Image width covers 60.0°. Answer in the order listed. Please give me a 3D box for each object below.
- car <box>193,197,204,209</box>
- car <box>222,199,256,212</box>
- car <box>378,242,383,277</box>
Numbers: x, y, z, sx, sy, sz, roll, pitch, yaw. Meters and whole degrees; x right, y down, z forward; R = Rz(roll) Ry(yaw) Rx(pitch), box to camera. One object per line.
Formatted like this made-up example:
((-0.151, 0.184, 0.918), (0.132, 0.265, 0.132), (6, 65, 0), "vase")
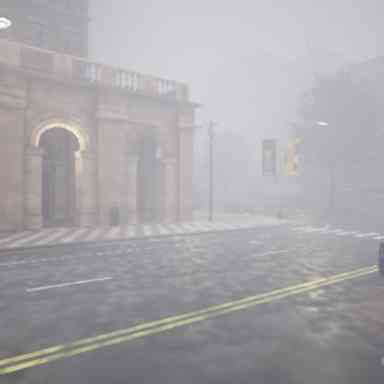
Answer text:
((-0.230, 1.533, 49.326), (2.097, 1.767, 4.553), (0, 0, -36), "car")
((5.689, 1.685, 41.055), (1.837, 1.490, 4.892), (0, 0, -36), "car")
((6.845, 1.543, 8.747), (5.008, 1.535, 1.882), (0, 0, -36), "car")
